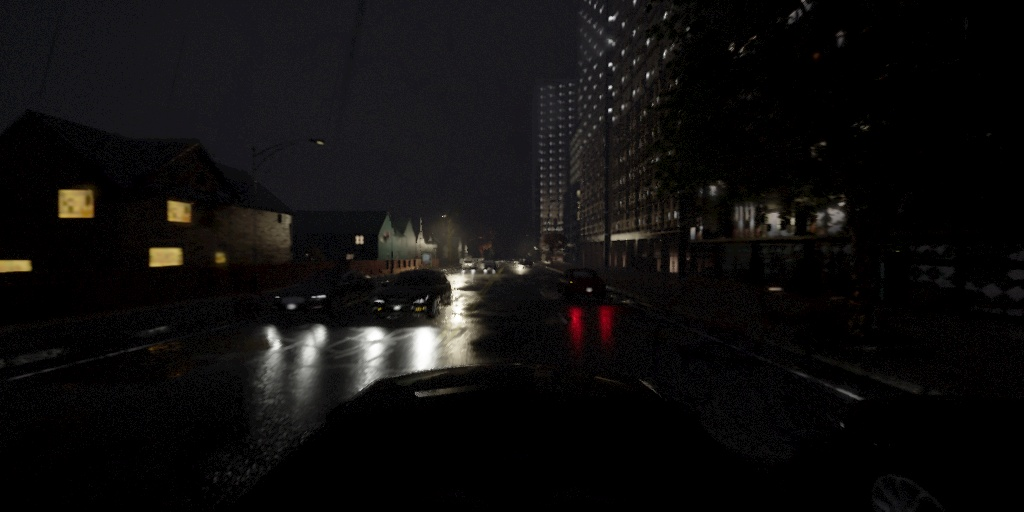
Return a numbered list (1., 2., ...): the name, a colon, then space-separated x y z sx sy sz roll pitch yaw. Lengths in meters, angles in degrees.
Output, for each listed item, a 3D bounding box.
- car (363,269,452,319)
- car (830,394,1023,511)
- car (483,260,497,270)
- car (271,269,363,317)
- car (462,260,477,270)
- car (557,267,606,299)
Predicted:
1. car: -3.345 1.258 12.877 1.837 1.490 4.892 0 0 0
2. car: 3.350 1.255 0.713 1.837 1.490 4.892 0 0 0
3. car: -3.282 1.344 54.653 2.033 1.411 5.357 0 0 1
4. car: -6.595 1.245 13.166 2.128 1.511 4.902 0 0 0
5. car: -6.528 1.324 55.359 1.812 1.442 4.674 0 0 1
6. car: 3.352 1.280 17.841 1.812 1.442 4.674 0 0 0
